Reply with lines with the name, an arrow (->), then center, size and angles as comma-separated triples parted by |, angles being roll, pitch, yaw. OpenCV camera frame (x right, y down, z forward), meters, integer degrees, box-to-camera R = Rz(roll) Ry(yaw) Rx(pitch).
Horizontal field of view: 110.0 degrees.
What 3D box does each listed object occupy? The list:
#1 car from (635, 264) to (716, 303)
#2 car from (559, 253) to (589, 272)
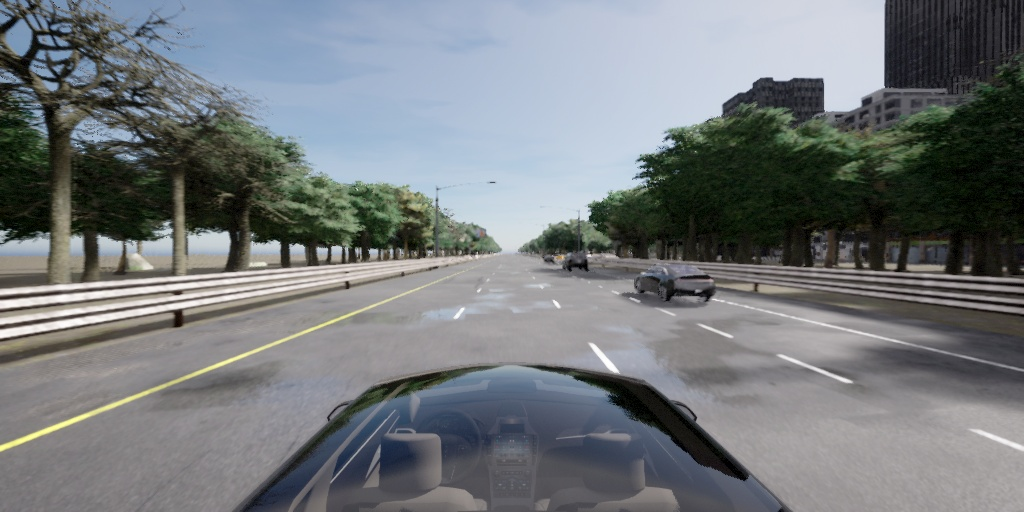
car -> 6.997, 1.116, 15.914 | 2.128, 1.511, 4.902 | 0, 1, 0
car -> 6.990, 0.630, 39.956 | 2.150, 2.045, 5.566 | 0, 0, 0
